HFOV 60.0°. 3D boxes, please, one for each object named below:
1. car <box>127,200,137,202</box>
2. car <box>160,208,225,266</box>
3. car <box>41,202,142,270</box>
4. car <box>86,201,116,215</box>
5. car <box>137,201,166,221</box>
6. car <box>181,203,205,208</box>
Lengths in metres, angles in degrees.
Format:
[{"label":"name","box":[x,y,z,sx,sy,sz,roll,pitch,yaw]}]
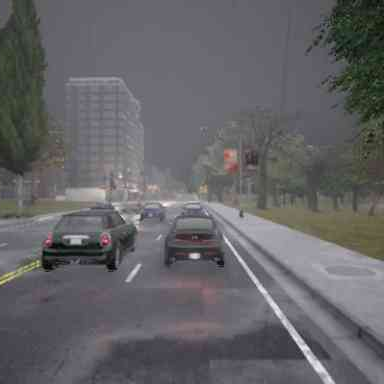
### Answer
[{"label":"car","box":[-6.605,1.657,36.997,1.812,1.442,4.674,0,0,0]},{"label":"car","box":[0.083,1.525,11.592,1.837,1.490,4.892,0,0,0]},{"label":"car","box":[-3.167,1.372,11.192,2.097,1.767,4.553,0,0,0]},{"label":"car","box":[-9.855,1.728,36.368,1.895,1.301,4.718,0,0,0]},{"label":"car","box":[-3.168,1.609,27.770,1.812,1.442,4.674,0,0,0]},{"label":"car","box":[0.082,1.609,27.753,1.812,1.442,4.674,0,0,0]}]
